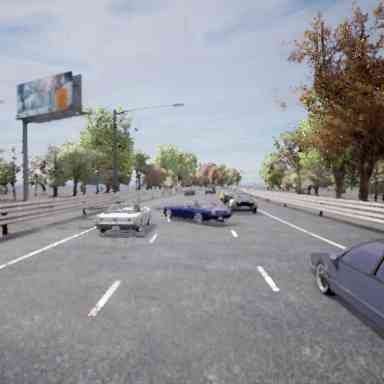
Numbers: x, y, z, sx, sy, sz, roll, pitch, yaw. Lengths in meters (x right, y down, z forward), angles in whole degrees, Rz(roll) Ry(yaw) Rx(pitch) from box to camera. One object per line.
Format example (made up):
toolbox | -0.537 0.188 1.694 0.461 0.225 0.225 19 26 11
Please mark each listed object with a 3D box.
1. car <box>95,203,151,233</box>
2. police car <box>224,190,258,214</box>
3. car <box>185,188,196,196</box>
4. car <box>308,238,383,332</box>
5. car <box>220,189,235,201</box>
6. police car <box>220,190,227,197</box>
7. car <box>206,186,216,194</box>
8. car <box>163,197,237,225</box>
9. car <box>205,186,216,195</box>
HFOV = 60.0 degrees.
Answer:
car | -3.263 1.218 16.774 1.895 1.301 4.718 0 1 2
police car | 4.015 0.901 26.860 2.038 1.542 4.974 0 1 2
car | -0.296 -0.012 68.386 2.128 1.511 4.902 1 2 5
car | 3.524 1.430 5.117 2.033 1.411 5.357 0 1 0
car | 5.114 0.405 48.581 1.882 1.535 5.008 0 1 4
police car | 4.494 0.582 37.833 1.930 1.638 5.238 0 1 3
car | 5.075 -0.658 87.298 2.150 2.045 5.566 0 1 7
car | 0.198 1.143 20.218 1.895 1.301 4.718 -1 2 -39
car | 4.063 -0.168 78.004 1.812 1.442 4.674 0 1 6
